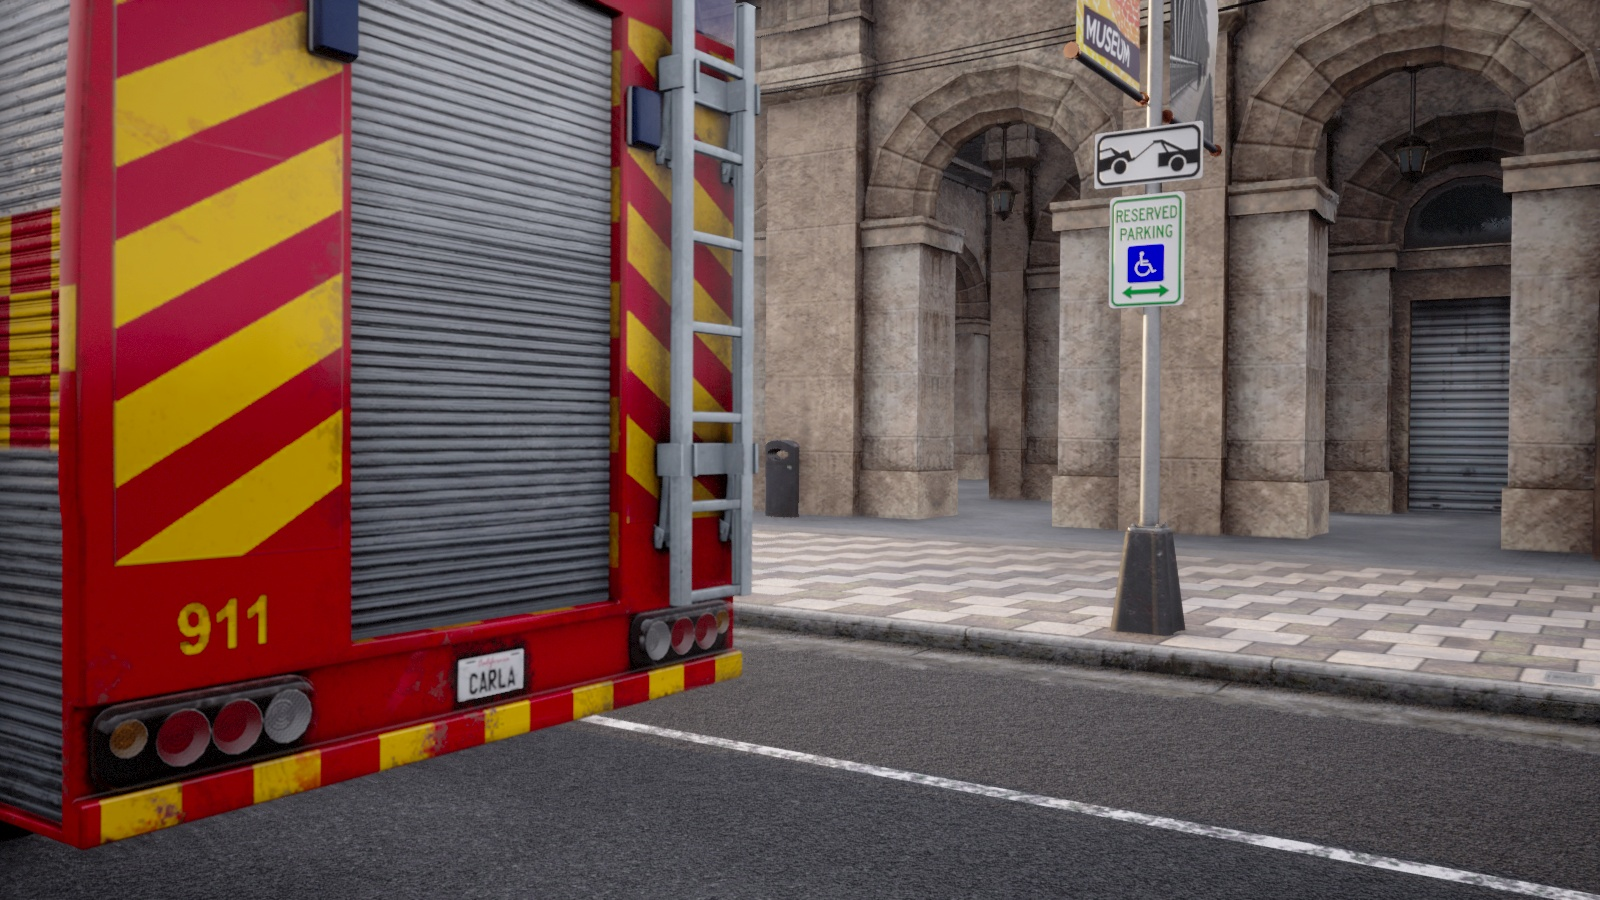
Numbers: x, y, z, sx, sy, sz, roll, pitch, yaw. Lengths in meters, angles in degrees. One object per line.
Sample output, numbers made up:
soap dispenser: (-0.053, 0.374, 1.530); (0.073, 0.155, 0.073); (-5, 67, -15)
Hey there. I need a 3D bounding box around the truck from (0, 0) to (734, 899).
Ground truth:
truck: (-4.644, -0.485, 6.692); (8.468, 3.827, 2.891); (0, 1, 34)
